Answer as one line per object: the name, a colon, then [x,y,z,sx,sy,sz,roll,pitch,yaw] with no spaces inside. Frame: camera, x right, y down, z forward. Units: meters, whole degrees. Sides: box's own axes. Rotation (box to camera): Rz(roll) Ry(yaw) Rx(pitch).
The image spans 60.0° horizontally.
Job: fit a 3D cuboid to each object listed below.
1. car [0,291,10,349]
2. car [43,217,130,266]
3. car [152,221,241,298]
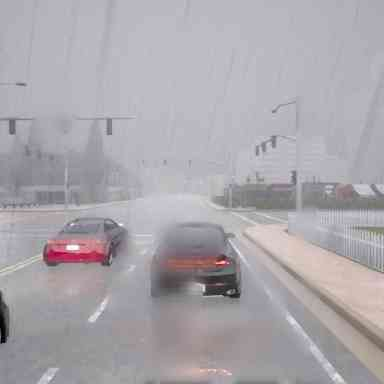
car: [-3.408,1.492,2.609,2.128,1.511,4.902,0,0,0]
car: [-3.416,1.564,11.517,1.994,1.385,4.181,0,0,0]
car: [0.088,1.505,8.478,1.837,1.490,4.892,0,0,0]
